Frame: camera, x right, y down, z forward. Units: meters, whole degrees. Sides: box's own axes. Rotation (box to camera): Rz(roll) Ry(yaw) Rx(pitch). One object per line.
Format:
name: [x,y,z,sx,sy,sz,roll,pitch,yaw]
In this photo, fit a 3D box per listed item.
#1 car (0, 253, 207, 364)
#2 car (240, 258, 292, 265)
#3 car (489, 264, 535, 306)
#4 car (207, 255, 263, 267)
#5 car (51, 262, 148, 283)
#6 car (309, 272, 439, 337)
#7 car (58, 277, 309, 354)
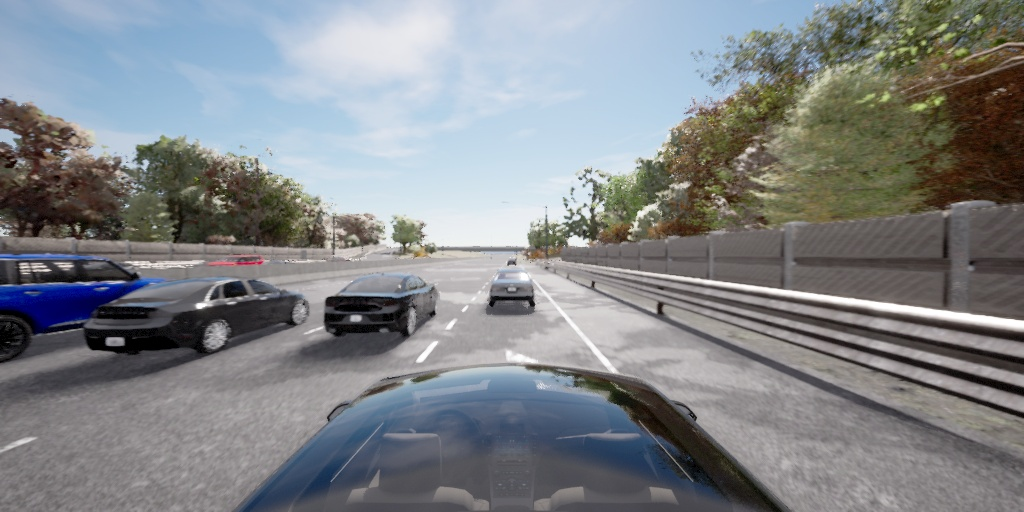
car: [-10.403,0.954,8.073,2.150,2.045,5.566,0,0,0]
car: [-21.082,1.198,31.732,1.837,1.490,4.892,0,0,0]
car: [-0.001,1.264,15.612,2.033,1.411,5.357,0,0,0]
car: [-24.579,0.915,32.044,2.150,2.045,5.566,0,0,0]
car: [-31.582,1.201,27.737,1.837,1.490,4.892,0,0,0]
car: [-3.399,1.205,10.283,1.882,1.535,5.008,0,0,0]
car: [-6.900,1.236,8.657,1.837,1.490,4.892,0,0,0]
